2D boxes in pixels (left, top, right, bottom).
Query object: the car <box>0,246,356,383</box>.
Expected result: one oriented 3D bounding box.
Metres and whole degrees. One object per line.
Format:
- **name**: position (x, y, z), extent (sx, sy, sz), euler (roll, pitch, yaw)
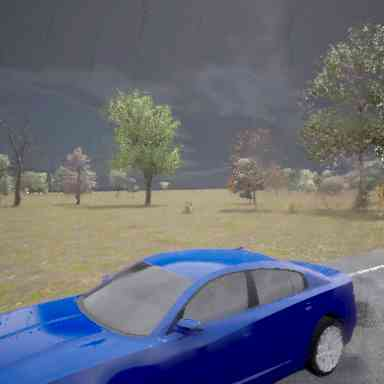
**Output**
- **car**: position (-0.019, 1.491, 3.999), extent (5.008, 1.535, 1.882), euler (0, 0, -36)
